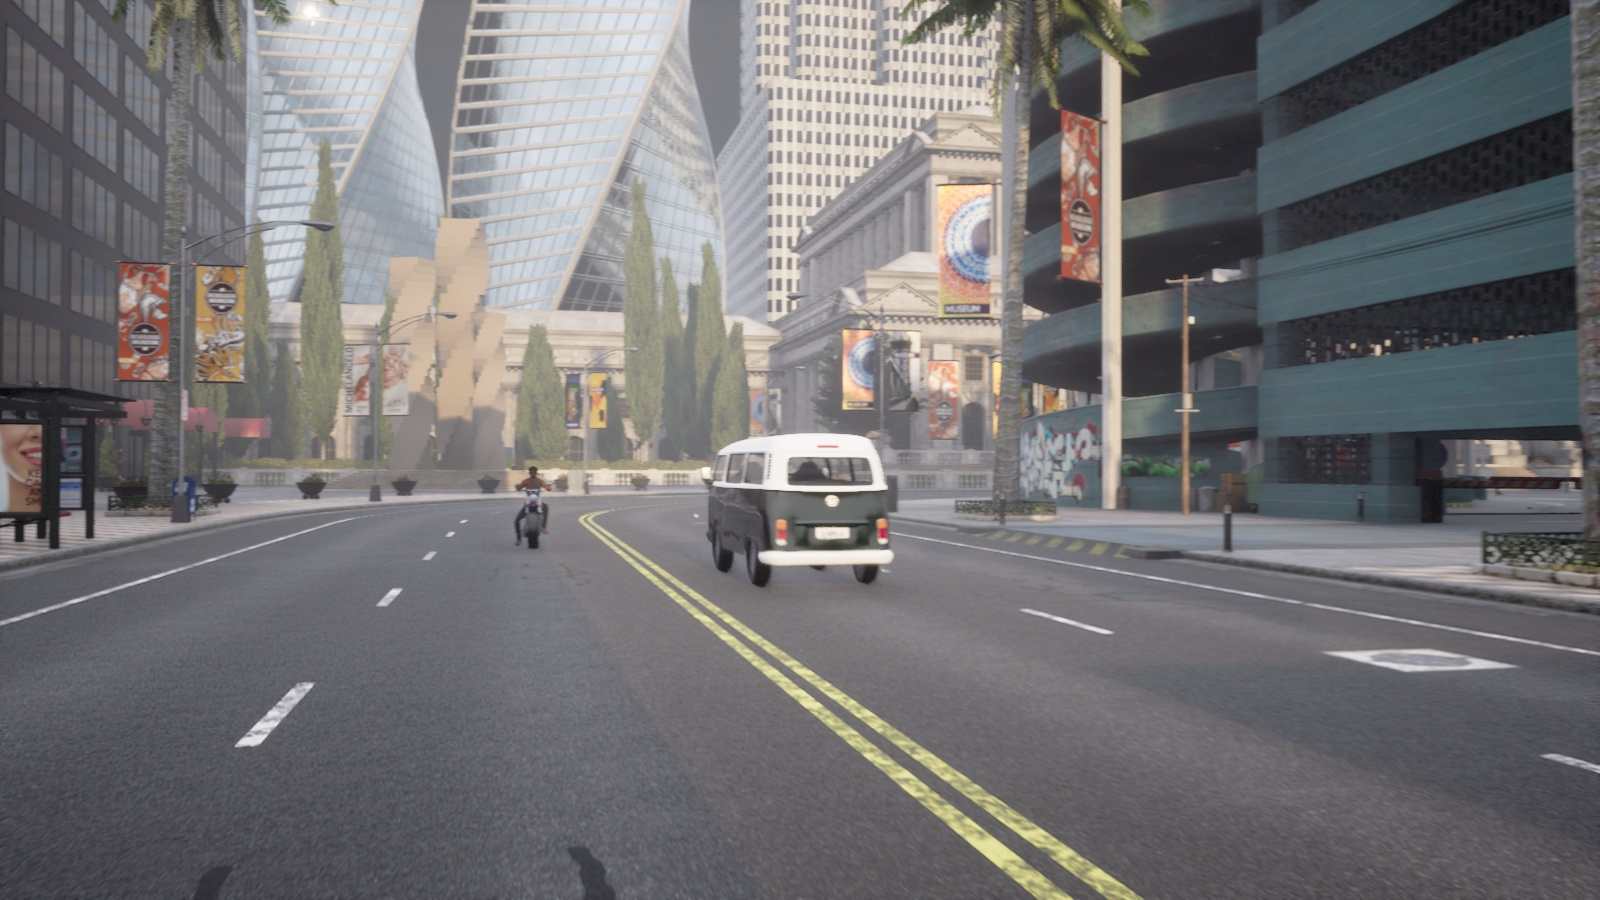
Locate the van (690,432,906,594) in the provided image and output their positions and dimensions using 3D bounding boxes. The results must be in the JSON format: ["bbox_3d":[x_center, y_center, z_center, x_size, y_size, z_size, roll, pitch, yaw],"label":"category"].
[{"bbox_3d":[-0.192,0.815,18.254,2.069,2.038,4.480,0,0,-15],"label":"van"}]

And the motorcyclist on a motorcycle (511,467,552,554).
[{"bbox_3d":[-5.386,1.165,25.129,0.766,1.649,2.350,0,-1,-13],"label":"motorcyclist on a motorcycle"}]

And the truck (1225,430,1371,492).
[{"bbox_3d":[31.610,0.706,79.774,8.468,3.827,2.891,0,-1,-13],"label":"truck"}]
